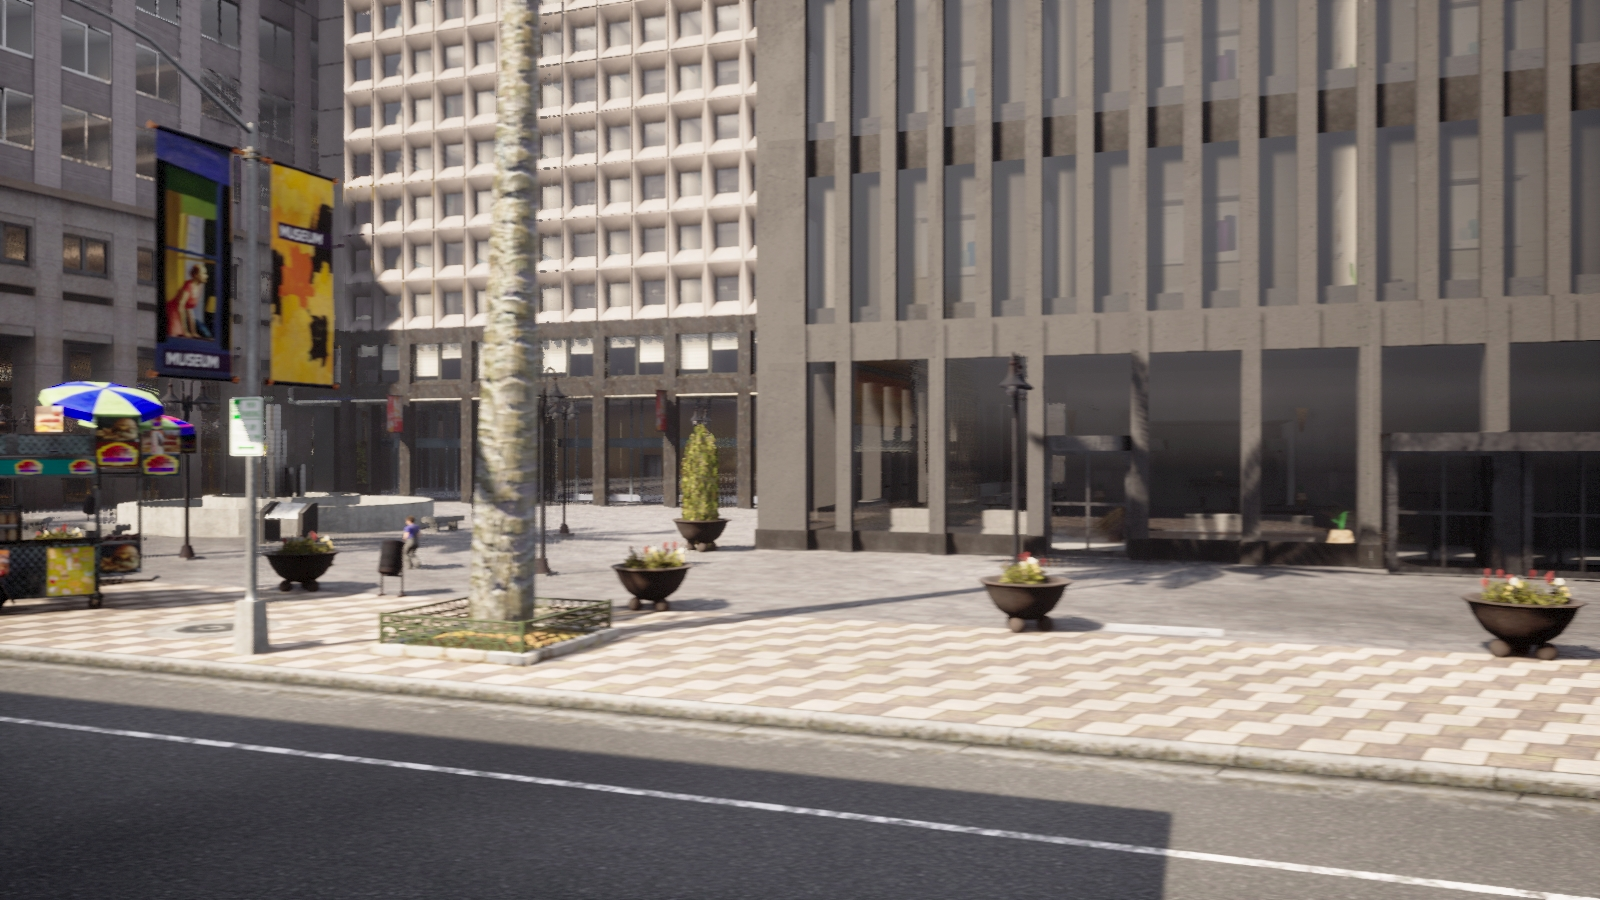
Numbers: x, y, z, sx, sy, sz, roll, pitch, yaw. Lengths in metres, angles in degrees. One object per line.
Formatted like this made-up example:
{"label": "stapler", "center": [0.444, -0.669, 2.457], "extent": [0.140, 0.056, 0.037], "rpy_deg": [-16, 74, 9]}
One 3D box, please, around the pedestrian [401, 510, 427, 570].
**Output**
{"label": "pedestrian", "center": [-8.588, 1.989, 25.421], "extent": [0.375, 1.300, 0.375], "rpy_deg": [0, 0, 32]}
